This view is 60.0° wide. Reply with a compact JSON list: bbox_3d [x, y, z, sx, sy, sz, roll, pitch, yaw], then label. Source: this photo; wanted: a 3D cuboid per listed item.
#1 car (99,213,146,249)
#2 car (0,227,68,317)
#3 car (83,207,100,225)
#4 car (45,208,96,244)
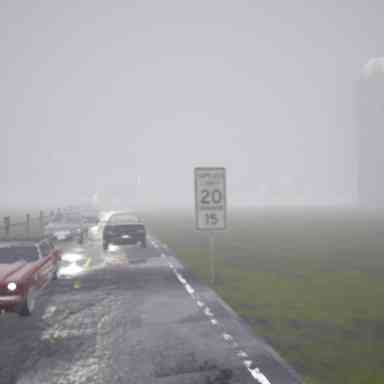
[{"bbox_3d":[-3.342,1.773,16.400,1.882,1.535,5.008,-1,-1,-12],"label":"car"},{"bbox_3d":[-4.323,1.794,7.782,1.895,1.301,4.718,-1,-1,-13],"label":"car"},{"bbox_3d":[-9.171,2.065,29.518,1.882,1.535,5.008,-1,0,-12],"label":"car"},{"bbox_3d":[-6.545,1.866,17.715,2.128,1.511,4.902,-1,-1,-13],"label":"car"}]
